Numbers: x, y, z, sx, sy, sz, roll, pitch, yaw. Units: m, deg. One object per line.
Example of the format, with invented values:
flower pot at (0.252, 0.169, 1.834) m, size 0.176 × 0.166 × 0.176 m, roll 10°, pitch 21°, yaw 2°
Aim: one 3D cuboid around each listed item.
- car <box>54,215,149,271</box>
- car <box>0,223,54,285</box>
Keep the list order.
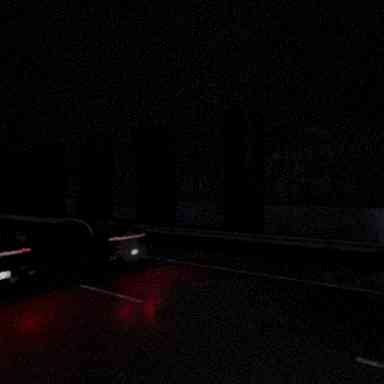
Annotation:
car at (-3.609, 1.514, 11.009) m, size 4.902 × 1.511 × 2.128 m, roll 0°, pitch 0°, yaw 36°
car at (-5.871, 1.520, 8.325) m, size 4.902 × 1.511 × 2.128 m, roll 0°, pitch 0°, yaw 36°
